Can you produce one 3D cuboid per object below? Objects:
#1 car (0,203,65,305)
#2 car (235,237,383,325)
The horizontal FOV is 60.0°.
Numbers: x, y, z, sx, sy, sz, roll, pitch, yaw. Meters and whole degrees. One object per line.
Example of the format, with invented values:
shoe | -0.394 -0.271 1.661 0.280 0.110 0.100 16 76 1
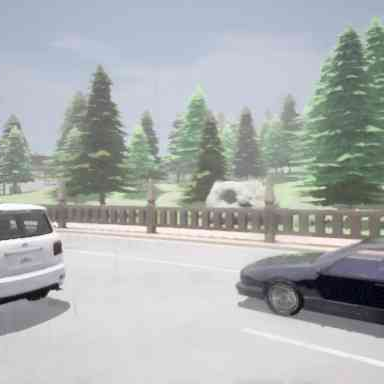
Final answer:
car | -5.139 1.254 7.064 5.566 2.045 2.150 0 0 31
car | 3.471 1.517 5.698 5.357 1.411 2.033 0 0 35
